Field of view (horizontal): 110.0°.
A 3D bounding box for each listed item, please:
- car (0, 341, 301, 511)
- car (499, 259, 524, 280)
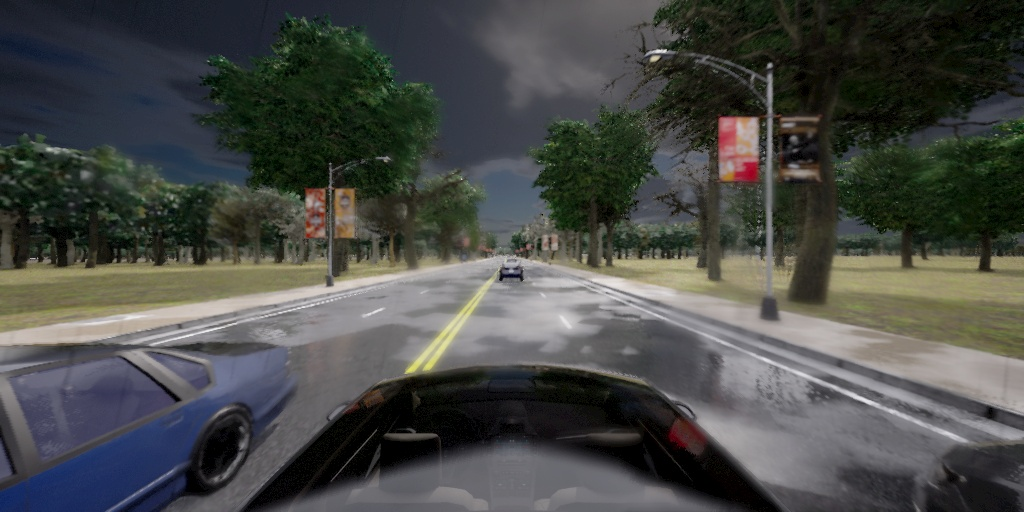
[{"bbox_3d":[-3.351,1.298,1.761,2.033,1.411,5.357,0,0,0],"label":"car"},{"bbox_3d":[-0.059,1.248,30.794,2.163,1.488,4.792,0,0,0],"label":"car"}]
